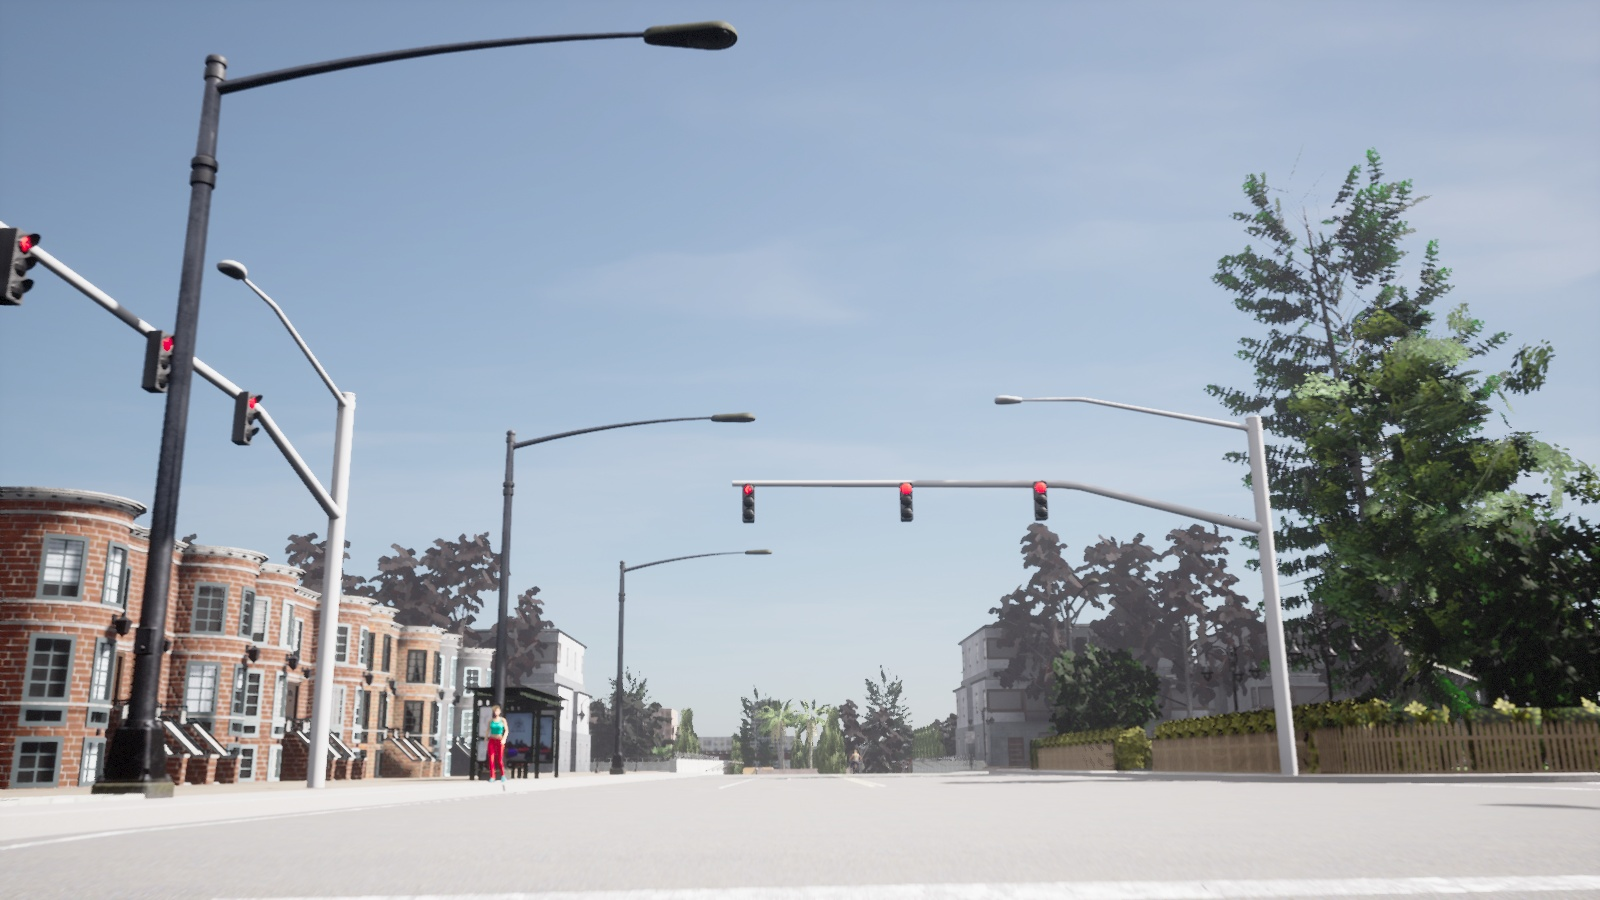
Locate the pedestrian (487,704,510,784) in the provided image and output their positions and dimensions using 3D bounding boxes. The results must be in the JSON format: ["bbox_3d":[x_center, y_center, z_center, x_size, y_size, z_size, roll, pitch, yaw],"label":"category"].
[{"bbox_3d":[-7.215,7.038,30.052,0.345,1.836,0.594,-1,-14,-2],"label":"pedestrian"}]
